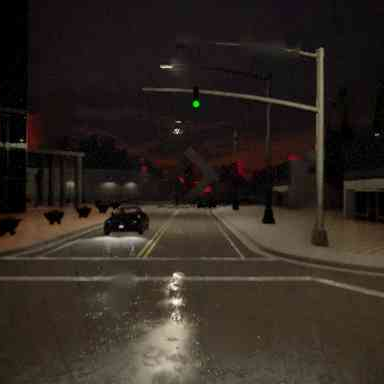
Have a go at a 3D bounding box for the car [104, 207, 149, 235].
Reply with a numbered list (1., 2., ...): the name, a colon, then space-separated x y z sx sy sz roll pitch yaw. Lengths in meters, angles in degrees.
1. car: -3.583 1.566 18.841 1.994 1.385 4.181 0 0 0

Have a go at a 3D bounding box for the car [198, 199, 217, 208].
1. car: 2.270 1.637 48.710 1.994 1.385 4.181 0 0 19
